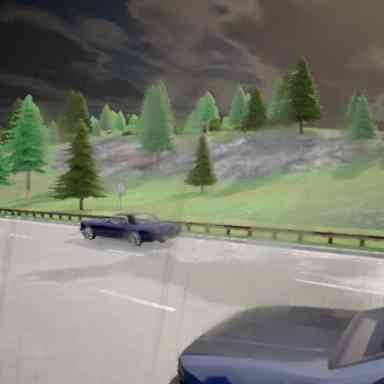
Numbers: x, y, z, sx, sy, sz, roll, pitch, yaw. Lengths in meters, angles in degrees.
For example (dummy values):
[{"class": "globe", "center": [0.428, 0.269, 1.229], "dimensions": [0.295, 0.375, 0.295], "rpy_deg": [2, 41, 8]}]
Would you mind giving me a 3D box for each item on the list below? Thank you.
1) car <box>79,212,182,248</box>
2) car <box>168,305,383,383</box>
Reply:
[{"class": "car", "center": [-2.847, 1.543, 14.628], "dimensions": [4.718, 1.301, 1.895], "rpy_deg": [0, 0, 36]}, {"class": "car", "center": [2.391, 1.551, 2.285], "dimensions": [5.357, 1.411, 2.033], "rpy_deg": [0, 0, 36]}]
